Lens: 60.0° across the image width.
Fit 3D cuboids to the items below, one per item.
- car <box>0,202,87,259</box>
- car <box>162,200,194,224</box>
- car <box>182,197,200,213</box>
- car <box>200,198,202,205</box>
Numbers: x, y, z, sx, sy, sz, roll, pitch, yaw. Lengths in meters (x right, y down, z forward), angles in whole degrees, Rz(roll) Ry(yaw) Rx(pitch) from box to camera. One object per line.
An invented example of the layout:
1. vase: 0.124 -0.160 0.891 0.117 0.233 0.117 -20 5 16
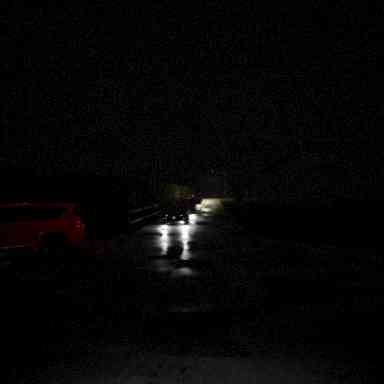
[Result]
1. car: -6.803 1.431 12.285 5.566 2.045 2.150 0 -1 -26
2. car: -1.139 1.591 25.805 1.837 1.490 4.892 0 -1 3
3. car: -0.494 1.546 37.318 2.128 1.511 4.902 0 0 3
4. car: 0.627 1.505 57.383 1.994 1.385 4.181 0 0 3
